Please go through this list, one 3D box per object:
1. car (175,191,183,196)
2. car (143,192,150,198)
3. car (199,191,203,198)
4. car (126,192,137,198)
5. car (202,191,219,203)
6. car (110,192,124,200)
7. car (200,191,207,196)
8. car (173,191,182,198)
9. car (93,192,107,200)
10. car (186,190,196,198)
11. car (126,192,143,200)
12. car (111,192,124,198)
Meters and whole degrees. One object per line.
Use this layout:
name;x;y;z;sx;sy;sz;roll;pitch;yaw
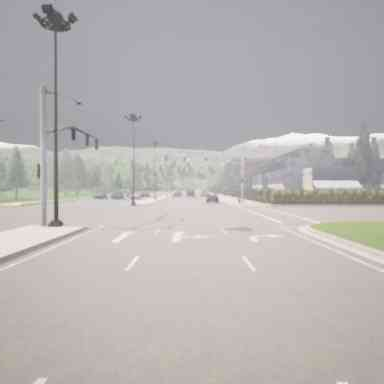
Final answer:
car;-3.777;0.477;94.856;2.033;1.411;5.357;0;1;0
car;-11.799;0.748;83.971;1.994;1.385;4.181;0;1;0
car;3.203;0.530;84.815;2.097;1.767;4.553;0;1;0
car;-15.299;0.698;83.893;1.837;1.490;4.892;0;1;0
car;3.259;0.977;53.598;2.128;1.511;4.902;0;1;0
car;-15.307;0.705;68.174;2.097;1.767;4.553;0;1;0
car;3.223;0.436;94.845;1.837;1.490;4.892;0;1;0
car;-3.798;0.722;84.558;2.033;1.411;5.357;0;1;0
car;-18.807;0.828;68.222;1.882;1.535;5.008;0;1;0
car;-0.299;0.409;84.161;2.150;2.045;5.566;0;1;0
car;-11.808;0.872;68.283;1.812;1.442;4.674;0;1;0
car;-18.799;0.738;83.943;2.033;1.411;5.357;0;1;0
